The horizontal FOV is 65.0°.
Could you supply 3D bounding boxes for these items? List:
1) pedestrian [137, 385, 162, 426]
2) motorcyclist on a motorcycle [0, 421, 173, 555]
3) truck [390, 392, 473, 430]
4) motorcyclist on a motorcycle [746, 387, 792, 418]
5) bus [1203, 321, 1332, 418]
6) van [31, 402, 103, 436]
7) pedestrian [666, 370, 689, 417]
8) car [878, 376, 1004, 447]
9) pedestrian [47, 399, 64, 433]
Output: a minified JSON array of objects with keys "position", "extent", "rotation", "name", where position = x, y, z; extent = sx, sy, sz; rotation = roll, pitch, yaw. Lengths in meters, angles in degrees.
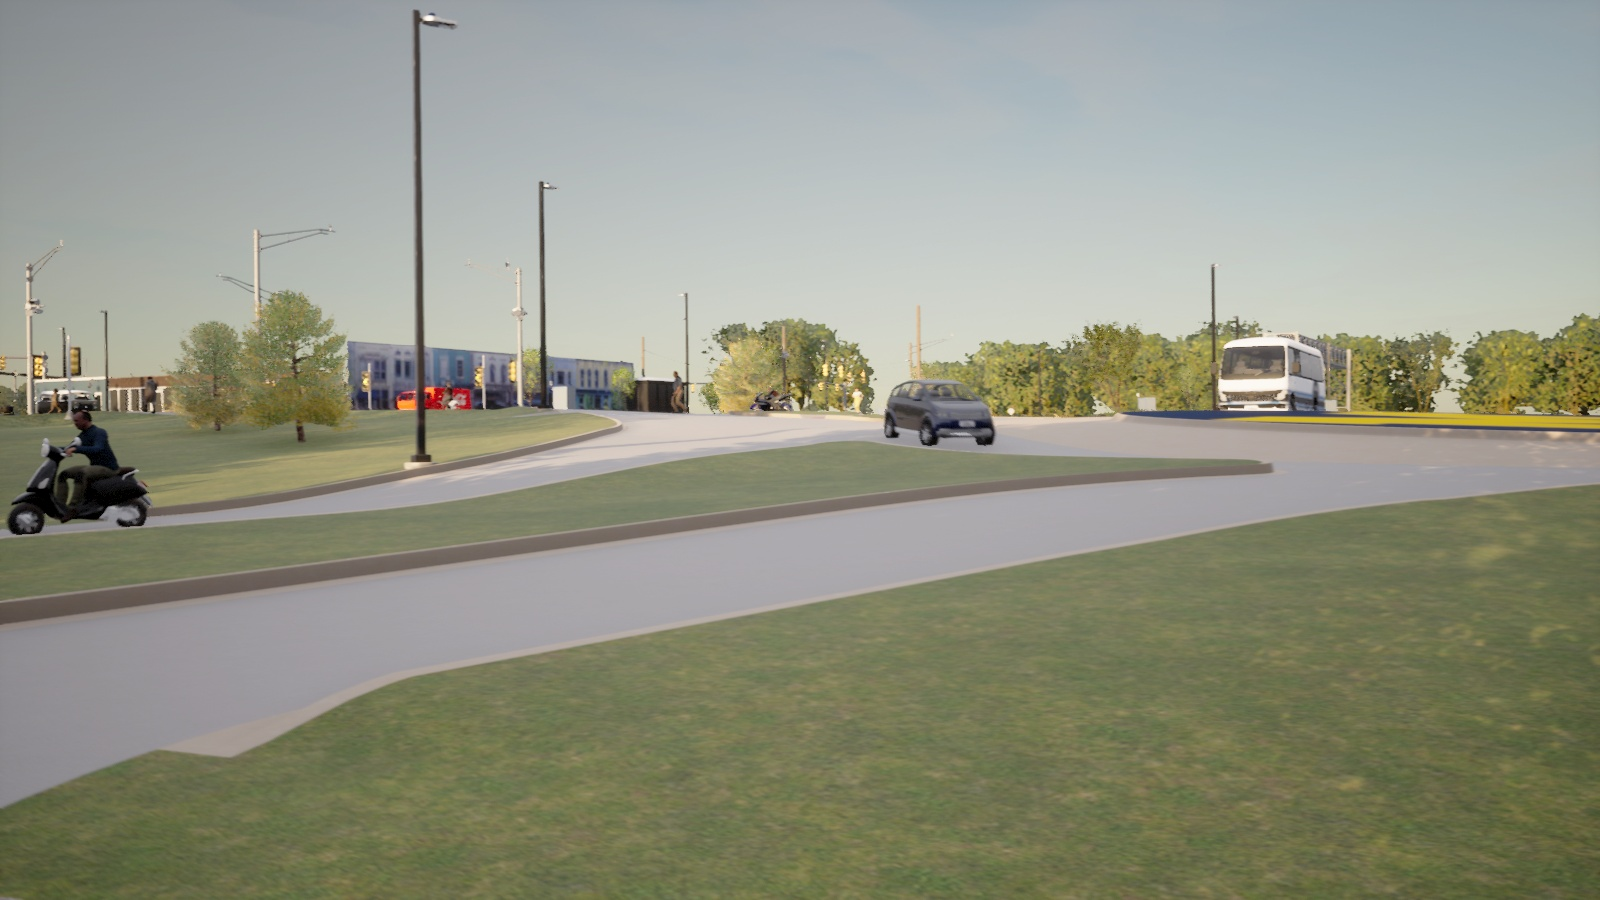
[{"position":[-31.743,-2.154,61.264],"extent":[0.873,1.952,0.659],"rotation":[-2,0,32],"name":"pedestrian"},{"position":[-9.161,0.447,16.039],"extent":[0.866,1.590,1.817],"rotation":[-2,1,32],"name":"motorcyclist on a motorcycle"},{"position":[-26.060,-2.708,88.950],"extent":[2.627,2.467,5.204],"rotation":[-2,0,32],"name":"truck"},{"position":[-1.548,-2.385,63.630],"extent":[2.191,1.530,0.866],"rotation":[0,0,13],"name":"motorcyclist on a motorcycle"},{"position":[23.988,-3.887,63.998],"extent":[3.944,4.253,10.273],"rotation":[-1,0,33],"name":"bus"},{"position":[-46.370,-1.939,79.430],"extent":[4.480,2.038,2.069],"rotation":[-1,0,32],"name":"van"},{"position":[-4.930,-2.277,50.620],"extent":[0.694,1.848,0.540],"rotation":[-2,0,-29],"name":"pedestrian"},{"position":[3.416,-1.012,31.113],"extent":[1.789,1.549,3.705],"rotation":[-2,5,-17],"name":"car"},{"position":[-42.945,-1.941,72.414],"extent":[0.396,1.930,0.692],"rotation":[-2,0,39],"name":"pedestrian"}]
